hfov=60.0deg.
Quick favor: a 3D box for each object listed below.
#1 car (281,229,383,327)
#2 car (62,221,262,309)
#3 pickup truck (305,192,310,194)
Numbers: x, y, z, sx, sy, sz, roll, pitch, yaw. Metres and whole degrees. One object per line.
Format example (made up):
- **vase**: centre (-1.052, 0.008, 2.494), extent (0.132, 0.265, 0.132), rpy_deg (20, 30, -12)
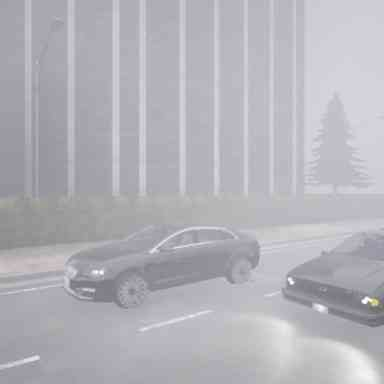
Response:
- **car**: centre (4.281, 1.548, 7.108), extent (5.357, 1.411, 2.033), rpy_deg (0, 0, -36)
- **car**: centre (-0.471, 1.492, 7.965), extent (4.902, 1.511, 2.128), rpy_deg (0, 0, -36)
- **pickup truck**: centre (25.298, 1.059, 75.759), extent (2.390, 2.098, 6.274), rpy_deg (0, 0, -6)
